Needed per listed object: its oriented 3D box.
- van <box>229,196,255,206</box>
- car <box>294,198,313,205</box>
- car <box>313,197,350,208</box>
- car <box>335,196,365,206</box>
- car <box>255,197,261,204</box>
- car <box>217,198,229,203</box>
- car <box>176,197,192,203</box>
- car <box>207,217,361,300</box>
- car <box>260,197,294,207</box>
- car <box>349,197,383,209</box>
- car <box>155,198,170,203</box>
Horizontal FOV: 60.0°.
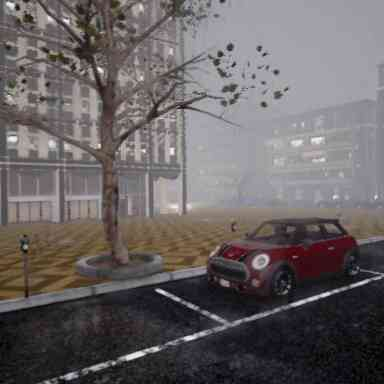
[{"bbox_3d":[9.622,1.744,63.987,1.690,1.788,3.998,-2,0,-36],"label":"van"},{"bbox_3d":[21.047,1.752,62.685,1.802,1.307,4.206,-2,0,-36],"label":"car"},{"bbox_3d":[20.621,1.678,48.625,2.008,1.369,4.403,-2,0,-36],"label":"car"},{"bbox_3d":[26.304,1.479,55.502,1.967,1.590,4.097,-2,0,-36],"label":"car"},{"bbox_3d":[14.453,1.775,71.664,1.967,1.590,4.097,-2,0,-36],"label":"car"},{"bbox_3d":[7.923,2.081,80.685,1.802,1.307,4.206,-2,0,-36],"label":"car"},{"bbox_3d":[-1.877,2.185,94.219,1.967,1.590,4.097,-2,0,-36],"label":"car"},{"bbox_3d":[2.322,1.395,8.223,4.097,1.590,1.967,0,0,-35],"label":"car"},{"bbox_3d":[14.543,1.824,57.101,1.887,1.381,4.507,-2,0,-36],"label":"car"},{"bbox_3d":[23.886,1.597,44.114,2.008,1.369,4.403,-2,0,-36],"label":"car"},{"bbox_3d":[-8.661,2.412,89.307,2.008,1.369,4.403,-2,0,-36],"label":"car"}]
